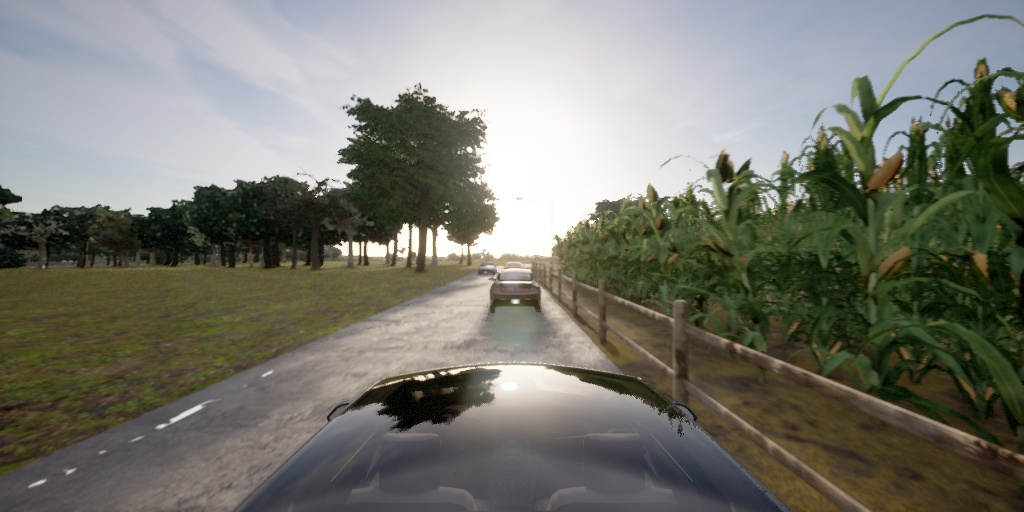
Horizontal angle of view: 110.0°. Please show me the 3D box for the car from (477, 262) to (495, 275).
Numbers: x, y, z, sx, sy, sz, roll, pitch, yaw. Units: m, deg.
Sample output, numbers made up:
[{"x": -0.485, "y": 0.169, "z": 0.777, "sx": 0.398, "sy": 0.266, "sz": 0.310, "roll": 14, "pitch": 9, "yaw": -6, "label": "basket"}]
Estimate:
[{"x": -2.717, "y": 1.350, "z": 39.980, "sx": 2.033, "sy": 1.411, "sz": 5.357, "roll": 0, "pitch": 0, "yaw": 1, "label": "car"}]

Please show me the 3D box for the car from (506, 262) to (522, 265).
[{"x": 0.161, "y": 1.270, "z": 32.657, "sx": 1.882, "sy": 1.535, "sz": 5.008, "roll": 0, "pitch": 0, "yaw": 0, "label": "car"}]

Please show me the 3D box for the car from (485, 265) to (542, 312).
[{"x": 0.123, "y": 1.266, "z": 14.362, "sx": 1.837, "sy": 1.490, "sz": 4.892, "roll": 0, "pitch": 0, "yaw": 0, "label": "car"}]
